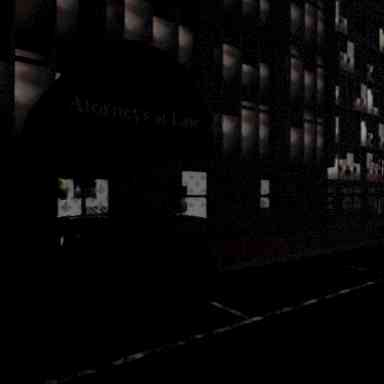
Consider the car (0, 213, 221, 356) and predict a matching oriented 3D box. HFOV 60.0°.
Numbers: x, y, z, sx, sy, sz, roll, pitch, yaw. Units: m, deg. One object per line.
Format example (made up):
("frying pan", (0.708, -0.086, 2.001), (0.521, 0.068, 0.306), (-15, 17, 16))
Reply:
("car", (-1.802, 1.319, 5.306), (5.009, 1.841, 2.192), (0, 0, -36))
